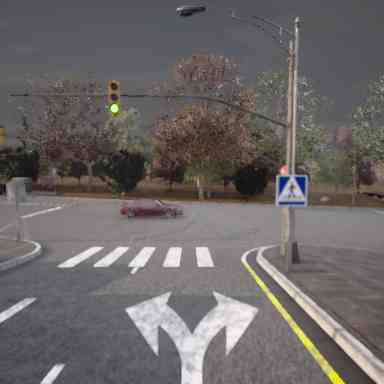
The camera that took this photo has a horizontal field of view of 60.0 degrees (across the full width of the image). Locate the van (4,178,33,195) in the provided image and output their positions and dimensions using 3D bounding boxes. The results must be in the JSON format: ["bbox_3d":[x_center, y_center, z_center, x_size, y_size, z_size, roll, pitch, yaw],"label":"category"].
[{"bbox_3d":[-20.279,-0.690,39.472,1.878,1.987,4.442,1,4,-14],"label":"van"}]

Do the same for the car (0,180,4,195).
[{"bbox_3d":[-23.248,-0.711,39.871,2.185,1.767,4.553,1,4,-13],"label":"car"}]

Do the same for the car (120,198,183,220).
[{"bbox_3d":[-2.981,1.205,24.559,4.674,1.442,1.812,0,4,4],"label":"car"}]
